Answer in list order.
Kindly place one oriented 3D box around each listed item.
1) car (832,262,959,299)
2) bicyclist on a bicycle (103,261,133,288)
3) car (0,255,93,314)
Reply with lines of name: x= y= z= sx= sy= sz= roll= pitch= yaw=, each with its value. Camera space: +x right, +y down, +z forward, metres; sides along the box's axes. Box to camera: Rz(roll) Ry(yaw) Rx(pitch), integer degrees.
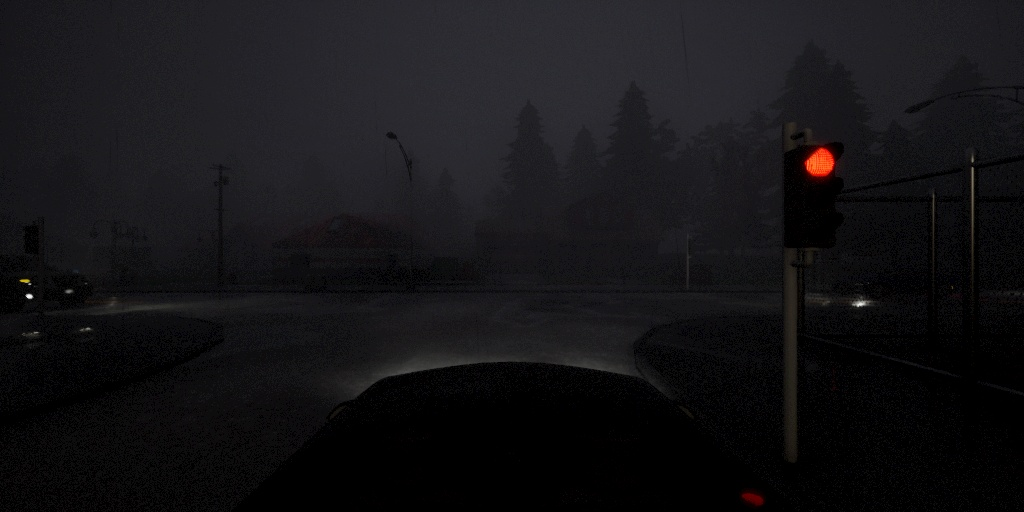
car: x=18.727 y=1.227 z=17.646 sx=5.008 sy=1.535 sz=1.882 roll=0 pitch=0 yaw=0
bicyclist on a bicycle: x=-23.979 y=1.098 z=21.830 sx=0.582 sy=1.620 sz=1.656 roll=0 pitch=0 yaw=0
car: x=-19.362 y=0.971 z=13.433 sx=5.566 sy=2.045 sz=2.150 roll=0 pitch=0 yaw=0
